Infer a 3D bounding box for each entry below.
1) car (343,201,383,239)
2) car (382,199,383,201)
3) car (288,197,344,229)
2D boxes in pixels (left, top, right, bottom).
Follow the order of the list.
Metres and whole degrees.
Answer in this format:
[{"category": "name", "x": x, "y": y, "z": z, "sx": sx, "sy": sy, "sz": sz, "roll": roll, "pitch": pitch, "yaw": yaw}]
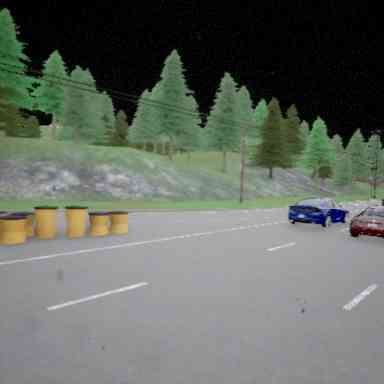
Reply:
[{"category": "car", "x": 8.690, "y": 1.324, "z": 15.022, "sx": 1.994, "sy": 1.385, "sz": 4.181, "roll": 4, "pitch": 3, "yaw": 42}, {"category": "car", "x": 20.728, "y": 1.010, "z": 33.695, "sx": 1.882, "sy": 1.535, "sz": 5.008, "roll": 4, "pitch": 3, "yaw": 42}, {"category": "car", "x": 7.182, "y": 1.052, "z": 18.571, "sx": 1.882, "sy": 1.535, "sz": 5.008, "roll": 4, "pitch": 3, "yaw": 42}]
